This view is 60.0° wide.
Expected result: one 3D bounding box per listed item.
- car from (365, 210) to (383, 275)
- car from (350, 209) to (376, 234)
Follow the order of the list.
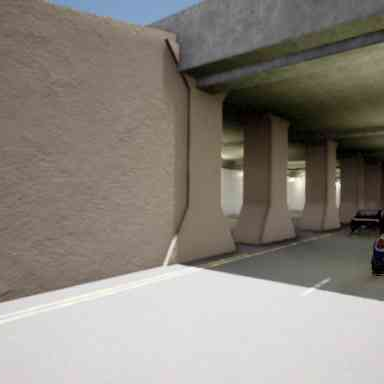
[{"bbox_3d":[7.154,1.551,10.353,2.097,1.767,4.553,0,-1,39],"label":"car"},{"bbox_3d":[11.585,1.862,21.302,2.128,1.511,4.902,0,-1,39],"label":"car"}]
